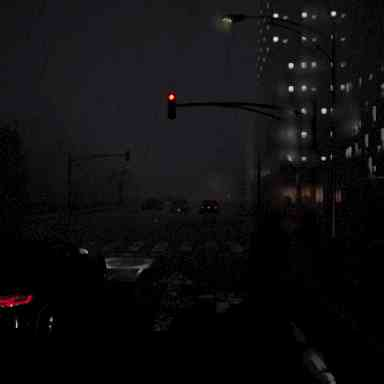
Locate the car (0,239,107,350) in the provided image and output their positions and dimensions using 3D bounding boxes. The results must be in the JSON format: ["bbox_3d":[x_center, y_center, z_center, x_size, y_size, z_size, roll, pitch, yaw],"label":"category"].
[{"bbox_3d":[-3.024,1.559,6.238,1.994,1.385,4.181,0,0,1],"label":"car"}]

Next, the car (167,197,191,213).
[{"bbox_3d":[-1.216,1.581,37.330,1.895,1.301,4.718,0,0,4],"label":"car"}]

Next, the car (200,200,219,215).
[{"bbox_3d":[1.824,1.532,34.364,2.033,1.411,5.357,0,0,4],"label":"car"}]

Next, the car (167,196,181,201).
[{"bbox_3d":[-3.488,1.467,52.306,2.128,1.511,4.902,0,0,5],"label":"car"}]

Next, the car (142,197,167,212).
[{"bbox_3d":[-4.548,1.456,38.958,1.882,1.535,5.008,0,0,5],"label":"car"}]
